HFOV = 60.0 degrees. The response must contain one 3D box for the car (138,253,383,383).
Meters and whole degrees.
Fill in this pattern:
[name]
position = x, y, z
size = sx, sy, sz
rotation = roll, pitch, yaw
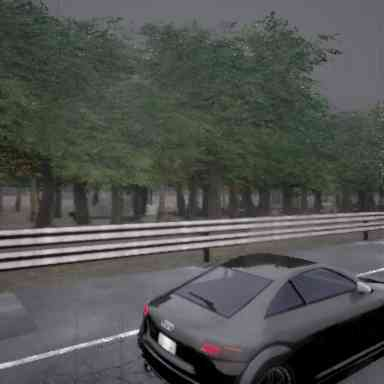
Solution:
[car]
position = 1.372, 1.596, 4.706
size = 4.181, 1.385, 1.994
rotation = 1, 0, -35
